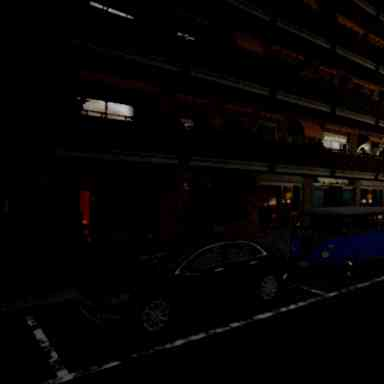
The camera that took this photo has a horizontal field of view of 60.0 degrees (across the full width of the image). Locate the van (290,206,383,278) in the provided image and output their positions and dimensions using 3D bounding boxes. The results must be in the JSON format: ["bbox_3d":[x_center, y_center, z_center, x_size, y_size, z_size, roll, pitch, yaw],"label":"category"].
[{"bbox_3d":[4.597,1.329,9.820,3.998,1.788,1.690,0,1,-35],"label":"van"}]

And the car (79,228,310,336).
[{"bbox_3d":[0.060,1.546,6.588,4.403,1.369,2.008,0,1,-35],"label":"car"}]
